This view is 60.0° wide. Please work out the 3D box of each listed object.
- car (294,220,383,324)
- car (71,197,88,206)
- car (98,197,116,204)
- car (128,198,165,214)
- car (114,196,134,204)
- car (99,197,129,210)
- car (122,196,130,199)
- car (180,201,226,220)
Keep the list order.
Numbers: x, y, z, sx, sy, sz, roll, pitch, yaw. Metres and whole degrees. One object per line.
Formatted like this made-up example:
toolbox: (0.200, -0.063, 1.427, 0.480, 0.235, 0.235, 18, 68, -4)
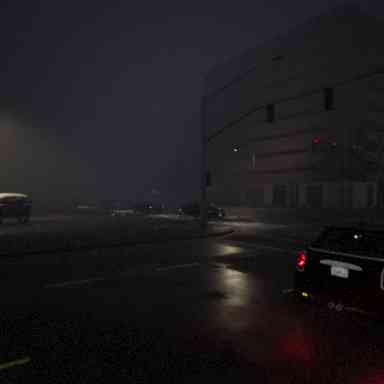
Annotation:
car: (4.183, 1.354, 6.794, 4.553, 1.767, 2.097, 0, 0, -36)
car: (-19.304, 1.552, 57.005, 2.128, 1.511, 4.902, 0, 0, -35)
car: (-16.877, 1.624, 65.864, 1.994, 1.385, 4.181, 0, 0, -35)
car: (-4.913, 1.660, 36.535, 1.895, 1.301, 4.718, 0, 0, -35)
car: (-13.838, 1.608, 67.594, 2.033, 1.411, 5.357, 0, 0, -35)
car: (-10.702, 1.660, 44.715, 1.895, 1.301, 4.718, 0, 0, -35)
car: (-11.830, 1.586, 58.738, 1.812, 1.442, 4.674, 0, 0, -36)
car: (0.836, 1.551, 28.422, 2.128, 1.511, 4.902, 0, 0, -35)
